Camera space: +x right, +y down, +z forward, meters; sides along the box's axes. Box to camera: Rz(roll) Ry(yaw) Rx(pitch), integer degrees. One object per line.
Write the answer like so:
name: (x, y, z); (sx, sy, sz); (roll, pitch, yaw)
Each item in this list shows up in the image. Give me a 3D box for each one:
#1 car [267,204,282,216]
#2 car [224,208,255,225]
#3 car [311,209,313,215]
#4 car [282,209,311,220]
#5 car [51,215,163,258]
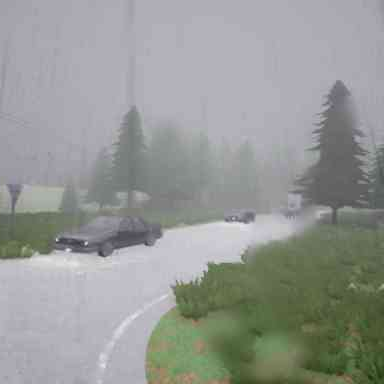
car: (11.758, 2.513, 46.017); (1.837, 1.490, 4.892); (2, -1, 25)
car: (4.405, 2.143, 30.287); (1.994, 1.385, 4.181); (2, -1, 25)
car: (16.824, 2.731, 49.364); (2.128, 1.511, 4.902); (2, -1, 25)
car: (12.605, 2.339, 40.087); (2.097, 1.767, 4.553); (2, -1, 25)
car: (-3.156, 1.679, 13.891); (2.033, 1.411, 5.357); (2, -1, 25)
